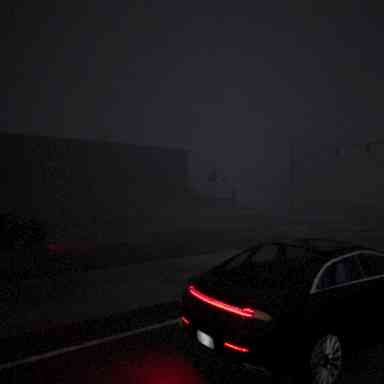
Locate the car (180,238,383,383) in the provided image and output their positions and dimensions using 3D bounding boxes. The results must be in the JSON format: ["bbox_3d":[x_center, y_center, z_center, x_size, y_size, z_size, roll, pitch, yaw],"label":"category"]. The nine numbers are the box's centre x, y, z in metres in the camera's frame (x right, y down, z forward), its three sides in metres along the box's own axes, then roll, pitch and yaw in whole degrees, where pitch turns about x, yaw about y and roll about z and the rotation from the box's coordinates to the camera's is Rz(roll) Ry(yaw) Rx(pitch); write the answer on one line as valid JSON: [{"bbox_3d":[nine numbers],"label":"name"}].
[{"bbox_3d":[2.133,1.505,5.270,4.902,1.511,2.128,0,0,-35],"label":"car"}]

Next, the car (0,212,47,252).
[{"bbox_3d":[-8.038,1.508,12.350,4.892,1.490,1.837,1,0,-35],"label":"car"}]
